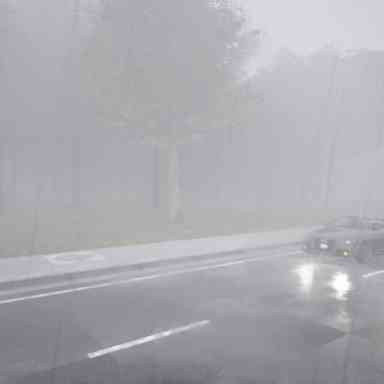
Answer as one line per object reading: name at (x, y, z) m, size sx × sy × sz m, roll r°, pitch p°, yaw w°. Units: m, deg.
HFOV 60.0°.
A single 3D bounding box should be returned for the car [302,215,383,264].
car at (5.859, 1.553, 11.857) m, size 4.181 × 1.385 × 1.994 m, roll 0°, pitch 0°, yaw -35°
